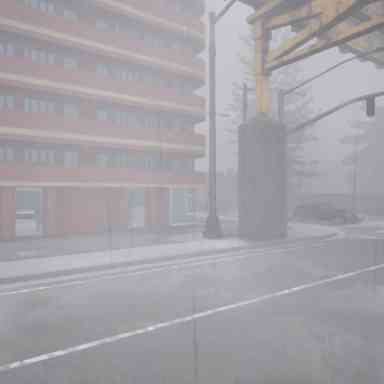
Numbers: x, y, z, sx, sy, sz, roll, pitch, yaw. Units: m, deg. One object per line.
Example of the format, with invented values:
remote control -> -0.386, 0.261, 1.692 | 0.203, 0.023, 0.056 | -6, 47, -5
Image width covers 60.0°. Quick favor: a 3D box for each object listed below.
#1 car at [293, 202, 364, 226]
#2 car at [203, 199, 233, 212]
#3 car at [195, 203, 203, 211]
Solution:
car -> 9.635, 1.495, 23.869 | 2.128, 1.511, 4.902 | 0, 0, -37
car -> 2.629, 1.584, 40.054 | 2.033, 1.411, 5.357 | 0, 0, -35
car -> -1.279, 1.536, 39.164 | 2.128, 1.511, 4.902 | 0, 0, -35
